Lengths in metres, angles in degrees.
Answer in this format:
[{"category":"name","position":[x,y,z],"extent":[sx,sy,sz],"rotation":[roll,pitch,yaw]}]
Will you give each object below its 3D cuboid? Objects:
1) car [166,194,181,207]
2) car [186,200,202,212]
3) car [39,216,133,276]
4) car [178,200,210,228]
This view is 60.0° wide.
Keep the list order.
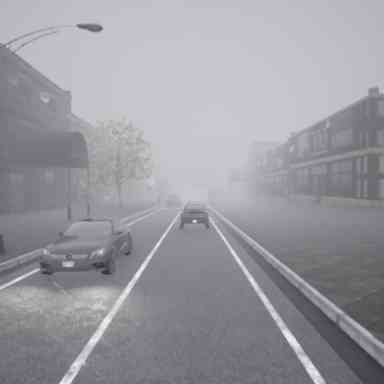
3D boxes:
[{"category":"car","position":[-2.889,1.315,53.358],"extent":[2.150,2.045,5.566],"rotation":[0,0,1]},{"category":"car","position":[0.232,1.706,42.010],"extent":[1.895,1.301,4.718],"rotation":[0,0,0]},{"category":"car","position":[-3.056,1.533,10.546],"extent":[1.812,1.442,4.674],"rotation":[0,0,0]},{"category":"car","position":[0.171,1.545,22.692],"extent":[1.837,1.490,4.892],"rotation":[0,0,0]}]
